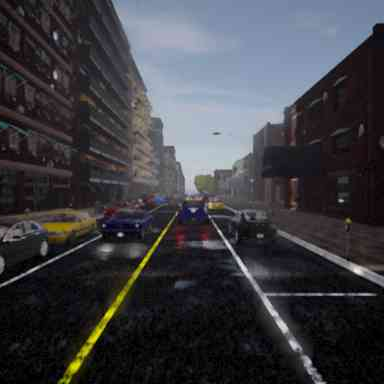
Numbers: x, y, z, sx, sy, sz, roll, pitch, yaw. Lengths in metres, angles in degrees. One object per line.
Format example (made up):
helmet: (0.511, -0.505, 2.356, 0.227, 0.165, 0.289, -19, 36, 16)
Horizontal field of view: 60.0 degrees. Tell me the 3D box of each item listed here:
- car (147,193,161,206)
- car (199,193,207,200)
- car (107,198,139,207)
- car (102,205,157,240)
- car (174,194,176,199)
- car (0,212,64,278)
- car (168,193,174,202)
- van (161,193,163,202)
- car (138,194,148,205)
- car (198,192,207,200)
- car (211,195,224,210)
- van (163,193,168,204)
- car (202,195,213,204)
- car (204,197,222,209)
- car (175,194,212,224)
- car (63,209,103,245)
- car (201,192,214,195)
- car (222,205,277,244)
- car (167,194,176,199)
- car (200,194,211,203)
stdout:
car: (-5.686, 1.145, 42.988, 2.192, 1.841, 5.009, 0, 0, 0)
car: (2.696, 1.163, 81.764, 1.967, 1.590, 4.097, 0, 0, 0)
car: (-5.687, 1.436, 26.371, 1.887, 1.381, 4.507, 0, 0, 0)
car: (-3.080, 1.530, 16.531, 1.895, 1.301, 4.718, 0, 0, 0)
car: (-5.684, 1.275, 87.305, 1.947, 1.339, 4.313, 0, 0, 0)
car: (-5.688, 1.508, 9.753, 2.008, 1.369, 4.403, 0, 0, 0)
car: (-5.685, 1.065, 70.684, 2.192, 1.841, 5.009, 0, 0, 0)
van: (-5.686, 1.153, 48.528, 1.690, 1.788, 3.998, 0, 0, 0)
car: (-5.686, 1.310, 31.909, 1.967, 1.590, 4.097, 0, 0, 0)
car: (2.697, 1.024, 87.304, 2.192, 1.841, 5.009, 0, 0, 0)
car: (2.694, 1.374, 37.619, 1.752, 1.417, 4.829, 0, 0, 0)
van: (-5.685, 1.120, 59.606, 1.690, 1.788, 3.998, 0, 0, 0)
car: (2.695, 1.304, 59.776, 1.752, 1.417, 4.829, 0, 0, 0)
car: (2.694, 1.381, 42.988, 2.008, 1.369, 4.403, 0, 0, 0)
car: (0.092, 1.251, 24.025, 2.097, 1.767, 4.553, 0, 0, 0)
car: (-5.687, 1.460, 15.122, 1.752, 1.417, 4.829, 0, 0, 0)
car: (2.696, 1.110, 54.066, 2.192, 1.841, 5.009, 0, 0, 0)
car: (2.693, 1.485, 15.292, 2.008, 1.369, 4.403, 0, 0, 0)
car: (-5.684, 1.248, 92.842, 2.008, 1.369, 4.403, 0, 0, 0)
car: (2.695, 1.204, 65.145, 1.967, 1.590, 4.097, 0, 0, 0)
